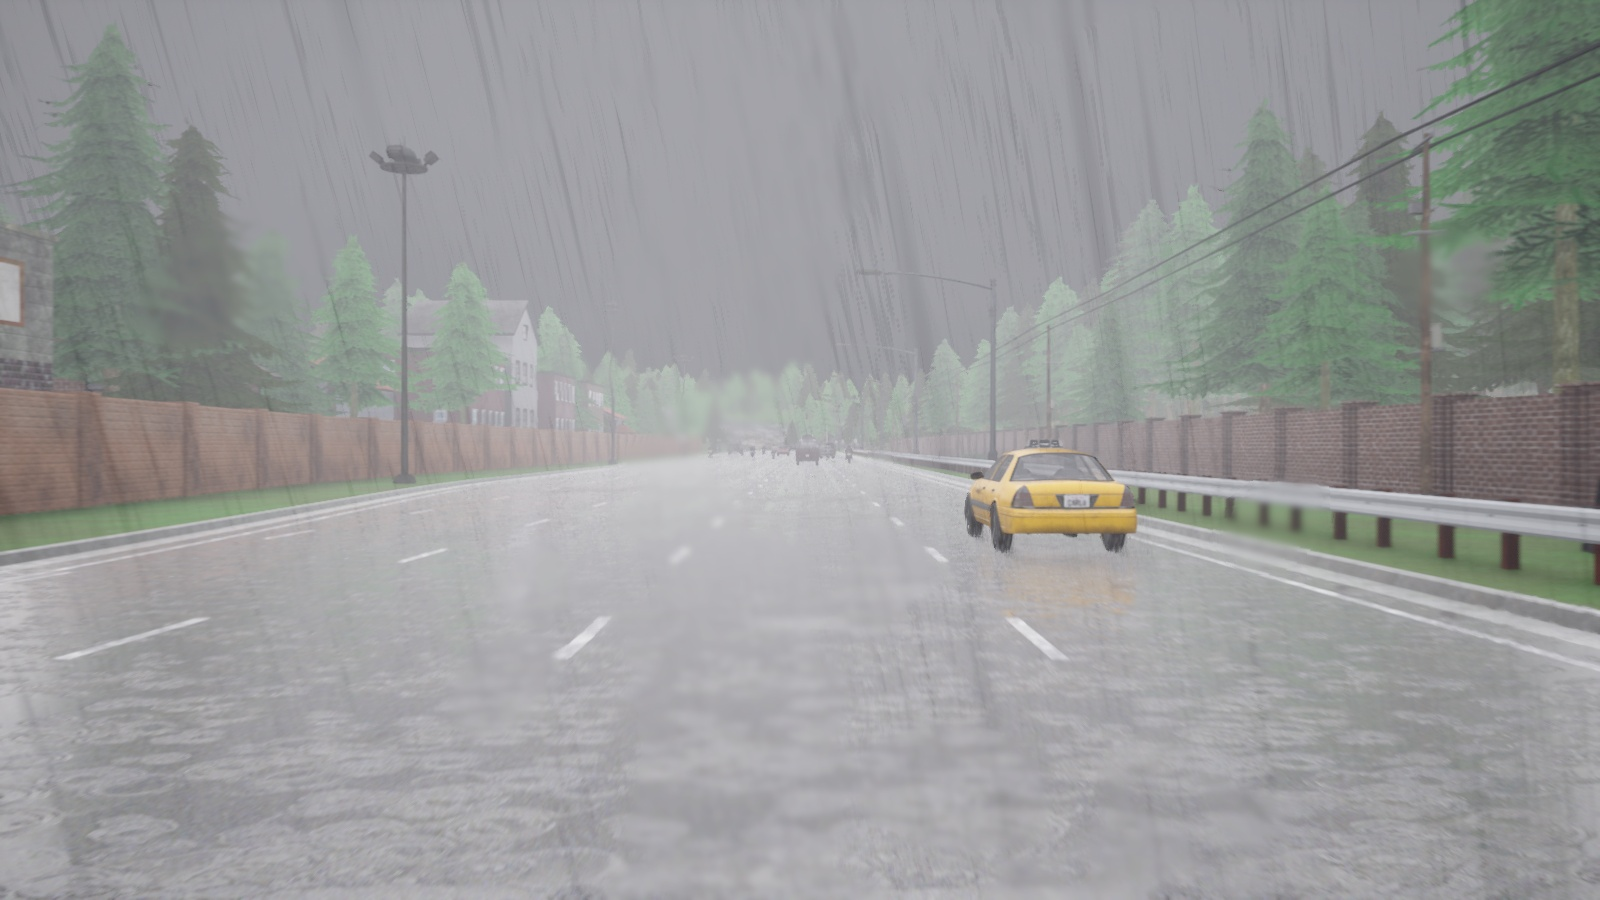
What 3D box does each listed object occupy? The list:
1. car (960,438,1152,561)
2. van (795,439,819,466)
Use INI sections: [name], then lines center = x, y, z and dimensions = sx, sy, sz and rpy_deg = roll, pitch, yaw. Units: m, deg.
[car]
center = 3.623, 0.626, 18.796
dimensions = 1.801, 1.575, 5.366
rpy_deg = 0, 0, 0
[van]
center = 0.563, 0.182, 95.583
dimensions = 1.775, 1.987, 4.442
rpy_deg = 0, 0, 0
